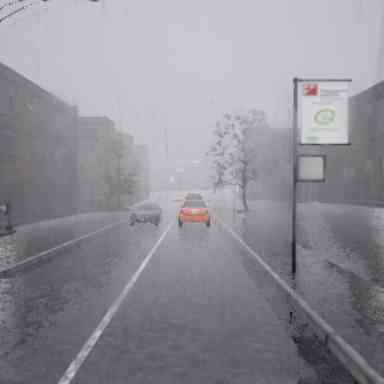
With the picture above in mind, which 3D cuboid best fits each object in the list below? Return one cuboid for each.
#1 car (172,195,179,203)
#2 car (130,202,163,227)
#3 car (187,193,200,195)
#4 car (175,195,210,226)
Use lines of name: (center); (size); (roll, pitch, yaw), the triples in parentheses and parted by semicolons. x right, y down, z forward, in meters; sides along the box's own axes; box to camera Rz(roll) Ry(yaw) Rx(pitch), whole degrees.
car: (-2.805, 1.335, 64.889); (1.882, 1.535, 5.008); (0, 1, 1)
car: (-3.043, 1.490, 23.017); (1.837, 1.490, 4.892); (0, 0, 0)
car: (0.226, 1.194, 42.647); (2.150, 2.045, 5.566); (0, 0, 0)
car: (0.157, 1.337, 23.444); (2.097, 1.767, 4.553); (0, 0, 0)
